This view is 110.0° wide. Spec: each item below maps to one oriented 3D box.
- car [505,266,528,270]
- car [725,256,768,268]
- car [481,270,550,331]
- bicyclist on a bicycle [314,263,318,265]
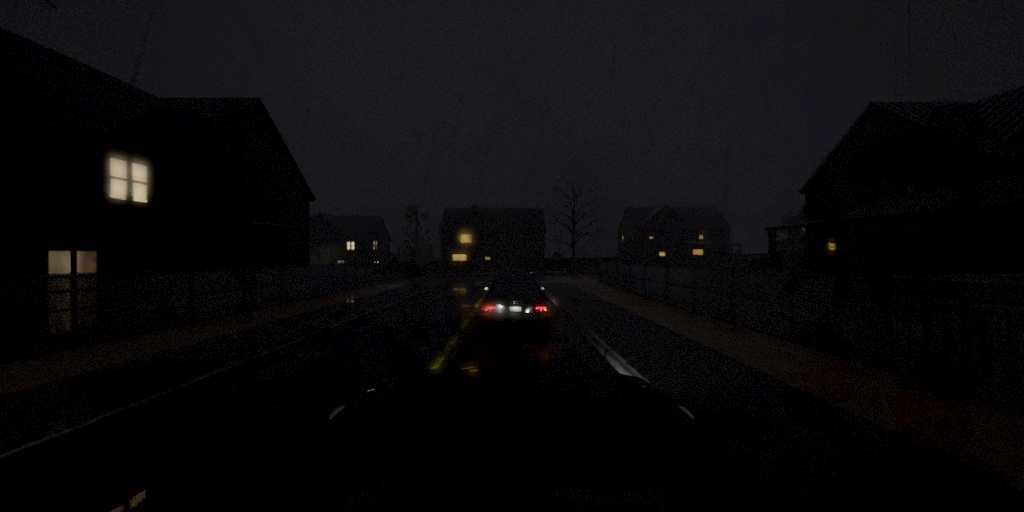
[{"bbox_3d":[0.305,1.355,23.260,2.033,1.411,5.357,0,0,5],"label":"car"},{"bbox_3d":[23.091,0.732,34.312,4.892,1.490,1.837,-1,1,0],"label":"car"},{"bbox_3d":[0.082,1.318,11.087,2.033,1.411,5.357,0,0,0],"label":"car"},{"bbox_3d":[-20.228,1.517,37.077,0.582,1.620,1.656,-1,1,0],"label":"bicyclist on a bicycle"}]
